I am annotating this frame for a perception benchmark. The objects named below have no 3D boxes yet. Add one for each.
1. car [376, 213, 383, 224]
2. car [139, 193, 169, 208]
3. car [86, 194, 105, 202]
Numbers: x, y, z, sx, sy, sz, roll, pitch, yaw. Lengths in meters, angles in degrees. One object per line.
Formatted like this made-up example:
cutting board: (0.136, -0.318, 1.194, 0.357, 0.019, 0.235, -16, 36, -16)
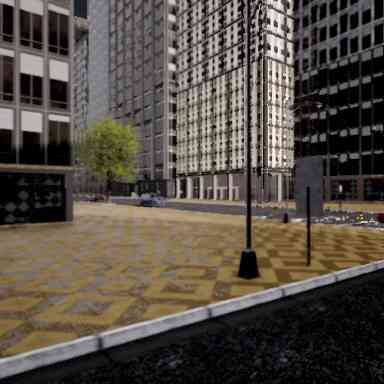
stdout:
car: (12.634, 1.437, 17.697, 1.895, 1.301, 4.718, 0, 1, -37)
car: (-4.673, 0.934, 40.905, 2.097, 1.767, 4.553, 0, 0, -37)
car: (-16.429, 0.959, 56.673, 1.994, 1.385, 4.181, 0, 1, -37)
